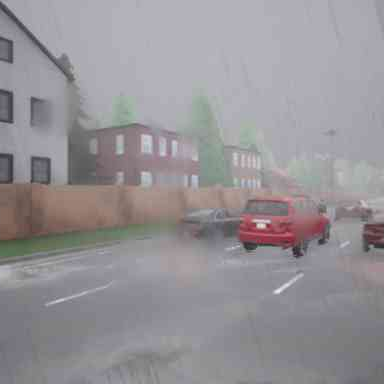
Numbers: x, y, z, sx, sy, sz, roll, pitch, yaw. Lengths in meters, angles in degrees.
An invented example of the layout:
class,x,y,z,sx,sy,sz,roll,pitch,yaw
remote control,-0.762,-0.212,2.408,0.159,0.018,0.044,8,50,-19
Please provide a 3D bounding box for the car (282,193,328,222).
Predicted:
class,x,y,z,sx,sy,sz,roll,pitch,yaw
car,9.468,1.156,27.613,2.150,2.045,5.566,0,0,35

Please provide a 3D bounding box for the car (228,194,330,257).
class,x,y,z,sx,sy,sz,roll,pitch,yaw
car,3.808,1.192,13.197,2.150,2.045,5.566,0,0,35

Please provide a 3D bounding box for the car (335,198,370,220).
class,x,y,z,sx,sy,sz,roll,pitch,yaw
car,12.781,1.275,26.248,2.097,1.767,4.553,0,0,35

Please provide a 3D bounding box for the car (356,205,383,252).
class,x,y,z,sx,sy,sz,roll,pitch,yaw
car,7.967,1.435,13.049,1.882,1.535,5.008,0,0,35

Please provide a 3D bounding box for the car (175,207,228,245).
class,x,y,z,sx,sy,sz,roll,pitch,yaw
car,1.157,1.479,15.512,1.837,1.490,4.892,0,0,35
